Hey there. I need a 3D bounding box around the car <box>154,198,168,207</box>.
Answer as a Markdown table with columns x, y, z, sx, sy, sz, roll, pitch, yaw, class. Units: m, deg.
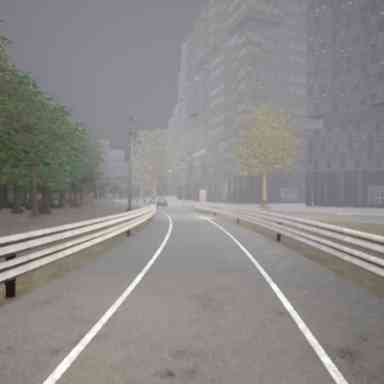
| x | y | z | sx | sy | sz | roll | pitch | yaw | class |
| --- | --- | --- | --- | --- | --- | --- | --- | --- | --- |
| -5.905 | 1.890 | 61.400 | 2.097 | 1.767 | 4.553 | 1 | -1 | -17 | car |
